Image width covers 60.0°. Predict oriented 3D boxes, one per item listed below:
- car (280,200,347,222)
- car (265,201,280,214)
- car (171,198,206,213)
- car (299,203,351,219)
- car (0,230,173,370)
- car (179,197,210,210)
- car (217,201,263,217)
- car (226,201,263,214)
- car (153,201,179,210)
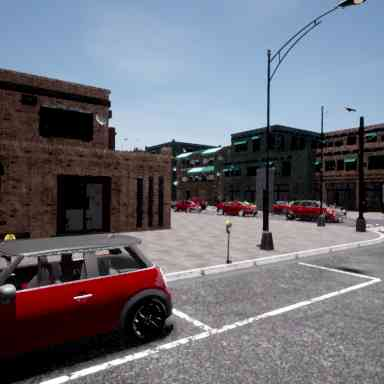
[{"bbox_3d":[9.897,1.479,27.001,2.097,1.767,4.553,1,-1,-35],"label":"car"},{"bbox_3d":[9.799,1.739,37.235,1.967,1.590,4.097,0,-1,-35],"label":"car"},{"bbox_3d":[-0.639,1.829,42.130,1.812,1.442,4.674,1,-1,-35],"label":"car"},{"bbox_3d":[12.963,1.812,32.676,1.947,1.339,4.313,0,-1,-35],"label":"car"},{"bbox_3d":[-2.388,1.441,4.841,4.097,1.590,1.967,0,1,-35],"label":"car"},{"bbox_3d":[0.304,1.773,50.907,2.192,1.841,5.009,0,-1,-35],"label":"car"},{"bbox_3d":[4.637,1.692,34.526,1.882,1.535,5.008,1,-1,-35],"label":"car"},{"bbox_3d":[6.537,1.879,41.930,1.752,1.417,4.829,0,-1,-35],"label":"car"},{"bbox_3d":[-4.174,2.057,52.818,1.895,1.301,4.718,1,-1,-35],"label":"car"}]
